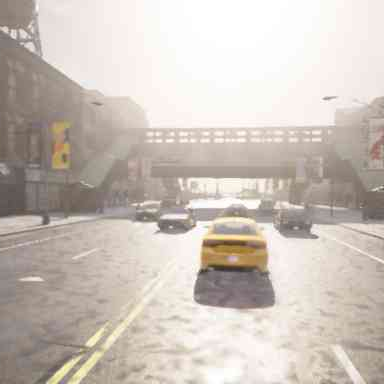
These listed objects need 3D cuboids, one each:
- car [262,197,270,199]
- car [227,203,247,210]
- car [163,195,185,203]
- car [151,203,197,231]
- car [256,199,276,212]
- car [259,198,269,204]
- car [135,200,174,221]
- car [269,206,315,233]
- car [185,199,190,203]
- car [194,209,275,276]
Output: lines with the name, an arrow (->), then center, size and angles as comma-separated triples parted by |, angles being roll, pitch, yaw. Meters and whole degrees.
car -> 15.996, 2.111, 67.806 | 2.231, 1.521, 4.892 | 1, 0, 18
car -> 4.333, 1.776, 32.081 | 1.812, 1.442, 4.674 | 1, 0, 8
car -> -3.135, 1.480, 51.715 | 2.435, 2.045, 5.566 | 1, 0, 8
car -> -0.824, 1.661, 21.759 | 2.033, 1.411, 5.357 | 1, 0, 8
car -> 9.299, 1.947, 42.212 | 1.994, 1.385, 4.181 | 1, 0, 8
car -> 18.311, 2.243, 84.850 | 2.097, 1.535, 5.008 | 1, 0, 8
car -> -3.311, 1.664, 28.750 | 2.033, 1.411, 5.357 | 1, 0, 8
car -> 6.372, 1.821, 21.526 | 1.895, 1.301, 4.718 | 1, 0, 8
car -> -2.146, 1.904, 59.042 | 1.895, 1.301, 4.718 | 1, 0, 8
car -> 1.373, 1.561, 10.842 | 1.882, 1.535, 5.008 | 1, 0, 7
